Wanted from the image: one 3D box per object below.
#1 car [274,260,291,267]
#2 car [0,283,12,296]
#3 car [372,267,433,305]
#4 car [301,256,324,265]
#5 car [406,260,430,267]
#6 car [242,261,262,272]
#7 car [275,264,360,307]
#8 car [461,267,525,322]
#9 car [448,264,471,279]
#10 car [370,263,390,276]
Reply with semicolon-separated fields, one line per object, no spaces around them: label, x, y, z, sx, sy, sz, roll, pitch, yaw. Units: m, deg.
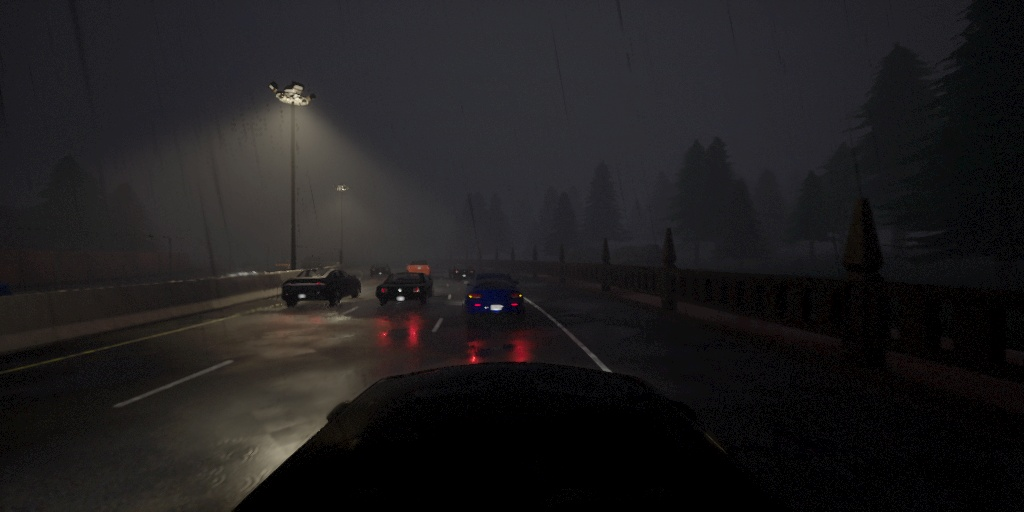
car;-31.846;1.340;49.948;1.882;1.535;5.008;0;0;-31
car;-18.202;1.295;10.300;1.882;1.535;5.008;0;0;-6
car;-4.633;1.366;16.175;1.895;1.301;4.718;0;0;-8
car;-24.571;1.057;44.212;2.150;2.045;5.566;0;0;-27
car;-8.981;1.130;34.221;2.097;1.767;4.553;0;0;-18
car;-34.614;1.364;47.786;2.128;1.511;4.902;0;0;-31
car;-8.126;1.270;15.709;2.128;1.511;4.902;0;0;-8
car;-0.680;1.276;12.328;1.812;1.442;4.674;0;0;-6
car;-4.642;1.363;32.323;1.895;1.301;4.718;0;0;-16
car;-13.629;1.396;37.076;1.895;1.301;4.718;0;0;-21
